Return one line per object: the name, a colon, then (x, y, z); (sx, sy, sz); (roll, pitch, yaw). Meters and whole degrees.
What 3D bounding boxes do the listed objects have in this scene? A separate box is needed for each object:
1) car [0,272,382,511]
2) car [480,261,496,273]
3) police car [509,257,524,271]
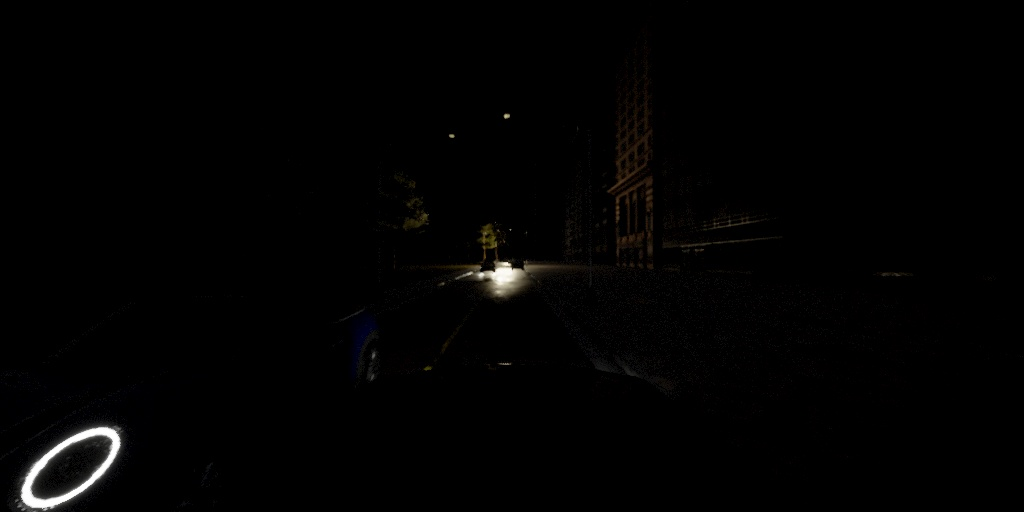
car: (-3.101, 1.109, 3.760); (2.097, 1.767, 4.553); (0, 0, 0)
car: (-3.082, 1.403, 46.744); (1.882, 1.535, 5.008); (0, -1, 0)
police car: (0.892, 1.381, 55.152); (1.930, 1.638, 5.238); (0, 0, 0)
